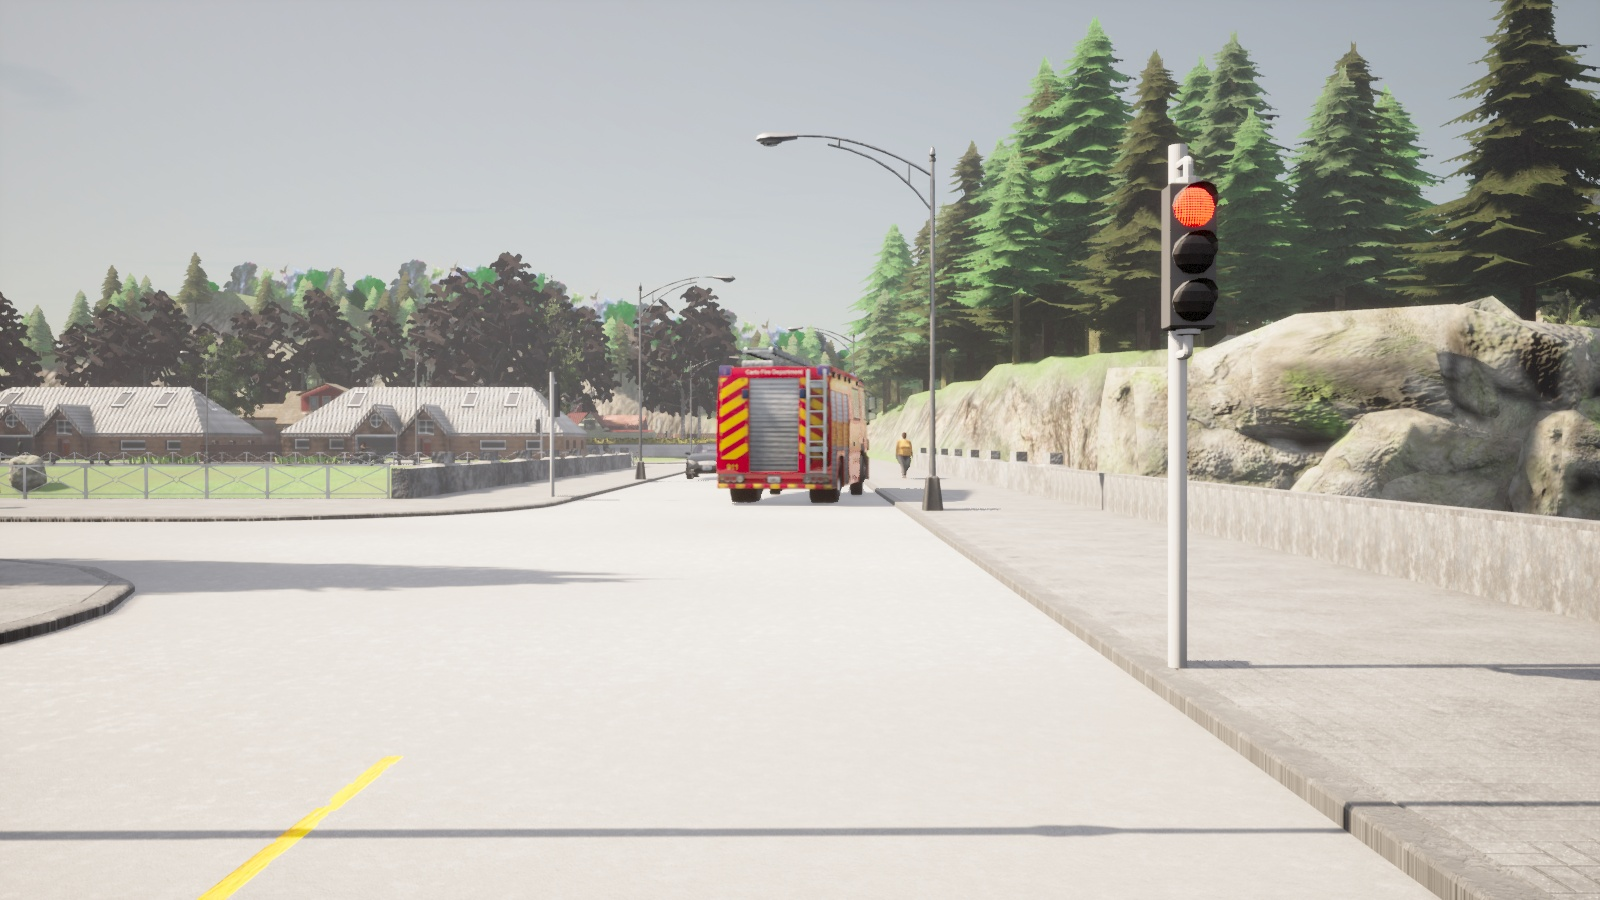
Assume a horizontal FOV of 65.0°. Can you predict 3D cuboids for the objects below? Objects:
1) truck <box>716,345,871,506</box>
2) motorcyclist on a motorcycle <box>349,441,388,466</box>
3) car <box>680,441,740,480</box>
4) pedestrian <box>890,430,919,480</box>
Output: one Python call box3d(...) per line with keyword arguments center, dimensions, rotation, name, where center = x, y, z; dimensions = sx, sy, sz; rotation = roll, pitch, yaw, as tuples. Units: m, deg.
box3d(center=(0.075, -0.613, 34.448), dimensions=(2.891, 3.827, 8.468), rotation=(0, 0, 9), name="truck")
box3d(center=(-28.689, 0.202, 83.515), dimensions=(2.350, 1.649, 0.766), rotation=(0, 0, 0), name="motorcyclist on a motorcycle")
box3d(center=(-3.693, 0.404, 52.343), dimensions=(2.128, 1.511, 4.902), rotation=(0, 0, 0), name="car")
box3d(center=(3.959, 0.190, 47.790), dimensions=(0.874, 1.855, 0.900), rotation=(0, 0, -12), name="pedestrian")
